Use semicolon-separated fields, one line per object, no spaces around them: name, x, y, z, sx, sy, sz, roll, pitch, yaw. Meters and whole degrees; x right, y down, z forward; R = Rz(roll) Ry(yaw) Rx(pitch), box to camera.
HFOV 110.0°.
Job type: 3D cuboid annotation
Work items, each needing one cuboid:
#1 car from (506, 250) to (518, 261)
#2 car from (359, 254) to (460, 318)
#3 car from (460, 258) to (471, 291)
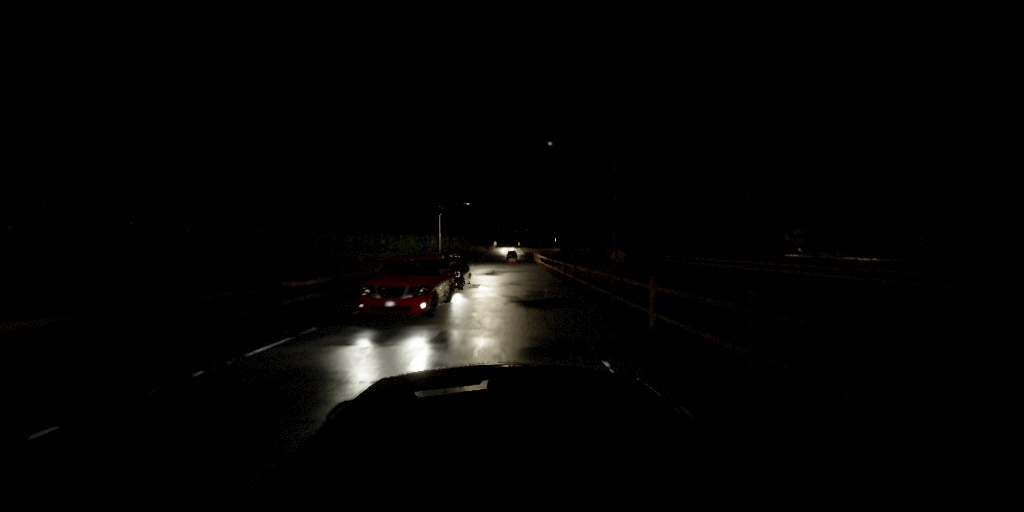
car;0.017;0.009;61.368;1.837;1.490;4.892;0;2;0
car;-3.498;0.969;13.036;2.150;2.045;5.566;0;1;0
car;-3.510;0.864;19.811;2.097;1.767;4.553;0;1;0
